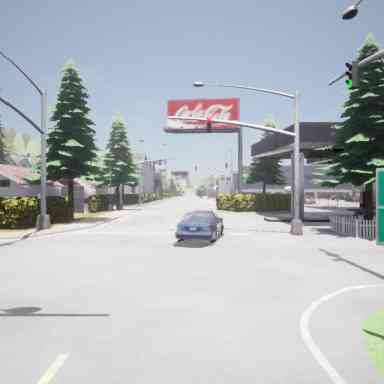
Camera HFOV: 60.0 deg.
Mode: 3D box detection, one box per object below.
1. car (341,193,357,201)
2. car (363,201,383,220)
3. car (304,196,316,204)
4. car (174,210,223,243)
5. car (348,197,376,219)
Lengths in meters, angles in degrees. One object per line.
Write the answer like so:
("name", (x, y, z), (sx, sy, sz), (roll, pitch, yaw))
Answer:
("car", (34.732, 1.489, 71.890), (2.007, 1.523, 4.514), (0, 0, 0))
("car", (18.621, 1.672, 30.662), (4.611, 1.667, 2.242), (0, 0, 0))
("car", (22.347, 1.552, 64.068), (1.970, 1.475, 3.806), (0, 0, 0))
("car", (0.446, 1.631, 16.813), (2.033, 1.411, 5.357), (1, 1, 10))
("car", (14.308, 1.505, 24.982), (3.866, 1.878, 1.905), (0, 0, 0))
